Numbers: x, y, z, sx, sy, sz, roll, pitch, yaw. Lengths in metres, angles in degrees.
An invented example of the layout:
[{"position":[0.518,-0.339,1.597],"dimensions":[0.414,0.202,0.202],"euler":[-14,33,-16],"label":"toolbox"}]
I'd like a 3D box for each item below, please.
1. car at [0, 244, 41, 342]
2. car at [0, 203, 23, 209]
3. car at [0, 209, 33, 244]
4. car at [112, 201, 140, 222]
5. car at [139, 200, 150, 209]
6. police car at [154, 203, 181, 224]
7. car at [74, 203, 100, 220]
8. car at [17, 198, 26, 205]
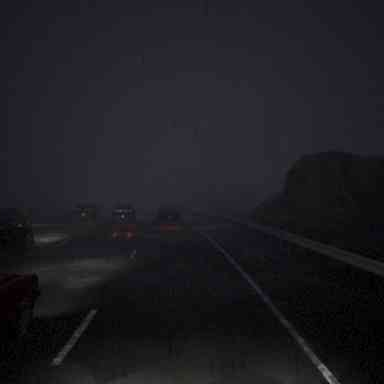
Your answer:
[{"position":[-3.530,1.637,3.724],"dimensions":[1.895,1.301,4.718],"euler":[0,0,-1],"label":"car"},{"position":[-11.827,1.692,21.085],"dimensions":[1.837,1.490,4.892],"euler":[0,0,-7],"label":"car"},{"position":[-7.438,1.599,11.944],"dimensions":[2.128,1.511,4.902],"euler":[0,0,-4],"label":"car"},{"position":[-5.809,1.729,28.623],"dimensions":[2.128,1.511,4.902],"euler":[0,0,-9],"label":"car"},{"position":[-7.930,2.016,54.053],"dimensions":[1.812,1.442,4.674],"euler":[0,-1,-16],"label":"car"},{"position":[-2.026,1.692,27.085],"dimensions":[1.930,1.638,5.238],"euler":[0,0,-8],"label":"police car"},{"position":[-9.758,1.755,31.055],"dimensions":[2.128,1.511,4.902],"euler":[0,0,-10],"label":"car"},{"position":[-39.168,2.174,76.418],"dimensions":[1.812,1.442,4.674],"euler":[0,-1,-26],"label":"car"}]
